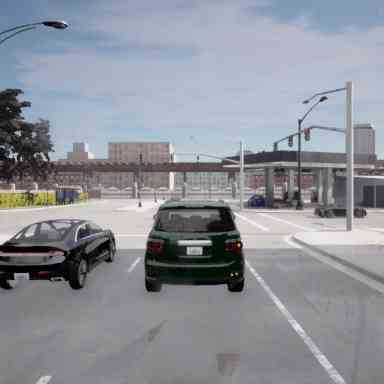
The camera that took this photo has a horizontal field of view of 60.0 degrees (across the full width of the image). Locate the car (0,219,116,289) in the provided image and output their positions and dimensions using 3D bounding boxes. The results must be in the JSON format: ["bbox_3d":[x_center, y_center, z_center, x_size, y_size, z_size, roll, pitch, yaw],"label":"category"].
[{"bbox_3d":[-3.438,1.492,9.150,2.128,1.511,4.902,0,0,0],"label":"car"}]

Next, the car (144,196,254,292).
[{"bbox_3d":[0.067,1.221,9.068,2.150,2.045,5.566,0,0,0],"label":"car"}]

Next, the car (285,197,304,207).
[{"bbox_3d":[15.358,1.456,50.032,1.970,1.475,3.806,0,0,0],"label":"car"}]

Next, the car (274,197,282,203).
[{"bbox_3d":[16.614,1.600,66.988,4.718,1.301,1.895,0,0,-22],"label":"car"}]

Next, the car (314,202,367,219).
[{"bbox_3d":[12.935,1.564,29.118,4.181,1.385,1.994,0,0,-1],"label":"car"}]

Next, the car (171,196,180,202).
[{"bbox_3d":[-3.644,1.552,74.497,1.994,1.385,4.181,0,0,0],"label":"car"}]

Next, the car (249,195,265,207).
[{"bbox_3d":[9.614,1.295,49.259,2.242,1.667,4.611,0,0,0],"label":"car"}]
